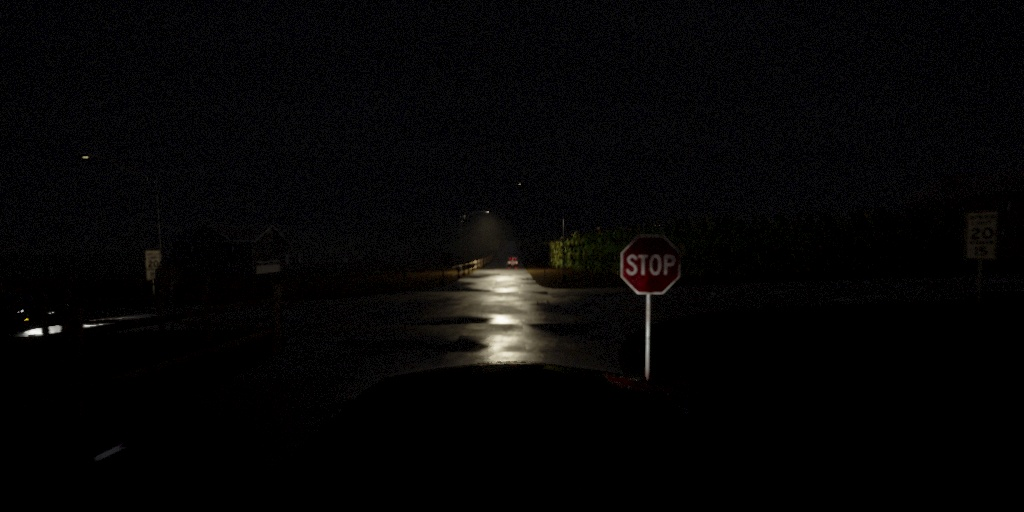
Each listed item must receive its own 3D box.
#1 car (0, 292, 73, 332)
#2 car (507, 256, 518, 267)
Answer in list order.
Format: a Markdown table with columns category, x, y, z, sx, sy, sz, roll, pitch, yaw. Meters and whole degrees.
| category | x | y | z | sx | sy | sz | roll | pitch | yaw |
| --- | --- | --- | --- | --- | --- | --- | --- | --- | --- |
| car | -20.177 | 2.138 | 14.134 | 4.181 | 1.385 | 1.994 | -2 | 2 | 0 |
| car | 0.113 | 1.129 | 61.479 | 1.895 | 1.301 | 4.718 | 0 | 1 | 0 |
